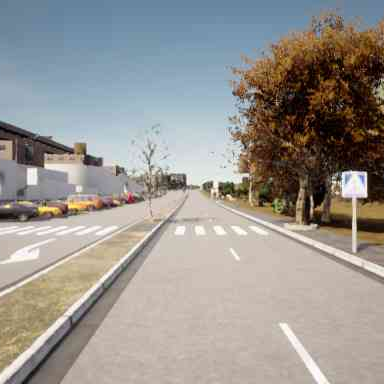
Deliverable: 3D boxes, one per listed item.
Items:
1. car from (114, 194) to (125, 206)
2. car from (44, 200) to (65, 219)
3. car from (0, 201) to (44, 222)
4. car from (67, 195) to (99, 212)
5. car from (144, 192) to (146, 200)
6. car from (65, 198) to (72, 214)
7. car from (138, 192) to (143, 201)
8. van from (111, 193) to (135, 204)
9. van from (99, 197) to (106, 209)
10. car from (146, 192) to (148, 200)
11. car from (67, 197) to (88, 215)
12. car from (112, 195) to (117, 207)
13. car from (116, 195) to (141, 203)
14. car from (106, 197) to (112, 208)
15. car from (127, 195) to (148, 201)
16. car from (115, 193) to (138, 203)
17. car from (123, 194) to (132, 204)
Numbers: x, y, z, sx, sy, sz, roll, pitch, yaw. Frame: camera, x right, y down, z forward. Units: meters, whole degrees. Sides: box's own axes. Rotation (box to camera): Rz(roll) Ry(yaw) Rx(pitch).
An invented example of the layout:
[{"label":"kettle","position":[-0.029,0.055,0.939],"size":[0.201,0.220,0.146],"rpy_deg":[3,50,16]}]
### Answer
[{"label":"car","position":[-13.698,1.618,51.666],"size":[5.366,1.575,1.946],"rpy_deg":[-1,0,-20]},{"label":"car","position":[-13.712,1.512,27.789],"size":[5.366,1.575,1.946],"rpy_deg":[-1,-1,-20]},{"label":"car","position":[-13.882,1.539,24.740],"size":[4.674,1.452,2.002],"rpy_deg":[-1,0,-20]},{"label":"car","position":[-13.850,1.472,39.665],"size":[4.553,1.767,2.185],"rpy_deg":[-1,0,-20]},{"label":"car","position":[-13.826,1.338,78.460],"size":[4.553,1.767,2.185],"rpy_deg":[-1,1,-20]},{"label":"car","position":[-13.909,1.568,30.693],"size":[4.792,1.488,2.163],"rpy_deg":[-1,0,-20]},{"label":"car","position":[-13.838,1.281,69.516],"size":[5.566,2.045,2.435],"rpy_deg":[-1,0,-20]},{"label":"van","position":[-13.756,1.327,66.563],"size":[4.442,1.987,1.878],"rpy_deg":[-1,0,-20]},{"label":"van","position":[-13.771,1.386,42.693],"size":[4.442,1.987,1.878],"rpy_deg":[-1,-1,-20]},{"label":"car","position":[-13.847,1.482,81.433],"size":[4.674,1.452,2.002],"rpy_deg":[-1,1,-20]},{"label":"car","position":[-13.708,1.555,33.755],"size":[5.366,1.575,1.946],"rpy_deg":[-1,-1,-20]},{"label":"car","position":[-13.898,1.657,48.597],"size":[4.792,1.488,2.163],"rpy_deg":[-1,0,-20]},{"label":"car","position":[-13.851,1.511,72.486],"size":[4.892,1.521,2.231],"rpy_deg":[-1,1,-20]},{"label":"car","position":[-13.869,1.660,45.624],"size":[4.674,1.452,2.002],"rpy_deg":[-1,0,-20]},{"label":"car","position":[-13.824,1.448,84.452],"size":[4.792,1.488,2.163],"rpy_deg":[-1,0,-20]},{"label":"car","position":[-13.892,1.326,63.520],"size":[5.566,2.045,2.435],"rpy_deg":[-1,1,-20]},{"label":"car","position":[-13.861,1.633,60.551],"size":[4.674,1.452,2.002],"rpy_deg":[-1,1,-20]}]
